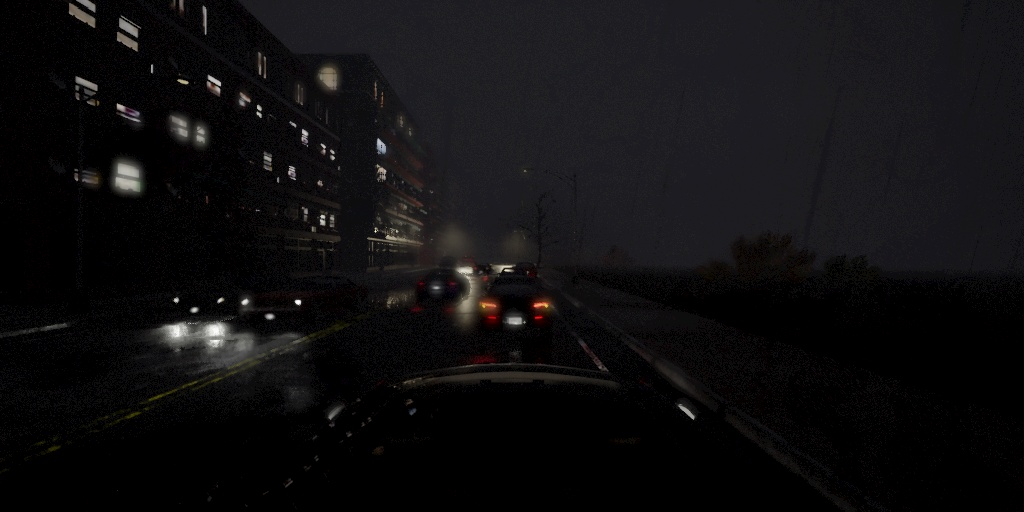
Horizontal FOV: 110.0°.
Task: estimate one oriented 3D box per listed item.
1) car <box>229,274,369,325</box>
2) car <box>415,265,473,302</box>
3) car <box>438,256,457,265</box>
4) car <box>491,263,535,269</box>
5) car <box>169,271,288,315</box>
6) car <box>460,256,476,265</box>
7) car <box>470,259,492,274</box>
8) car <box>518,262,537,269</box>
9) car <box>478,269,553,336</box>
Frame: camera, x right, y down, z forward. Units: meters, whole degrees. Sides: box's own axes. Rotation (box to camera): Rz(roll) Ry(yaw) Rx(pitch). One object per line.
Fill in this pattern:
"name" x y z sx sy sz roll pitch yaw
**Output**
"car" -6.622 1.352 12.017 1.895 1.301 4.718 0 0 0
"car" -3.185 1.316 17.066 1.994 1.385 4.181 0 0 0
"car" -9.957 0.973 56.007 2.150 2.045 5.566 0 0 0
"car" 0.060 1.317 20.417 1.994 1.385 4.181 0 0 0
"car" -9.876 1.300 13.811 2.033 1.411 5.357 0 0 0
"car" -6.712 0.973 55.633 2.150 2.045 5.566 0 0 0
"car" -3.234 1.354 40.008 1.895 1.301 4.718 0 0 0
"car" 1.075 1.232 29.945 1.882 1.535 5.008 0 0 0
"car" 0.073 1.277 10.250 1.812 1.442 4.674 0 0 0
